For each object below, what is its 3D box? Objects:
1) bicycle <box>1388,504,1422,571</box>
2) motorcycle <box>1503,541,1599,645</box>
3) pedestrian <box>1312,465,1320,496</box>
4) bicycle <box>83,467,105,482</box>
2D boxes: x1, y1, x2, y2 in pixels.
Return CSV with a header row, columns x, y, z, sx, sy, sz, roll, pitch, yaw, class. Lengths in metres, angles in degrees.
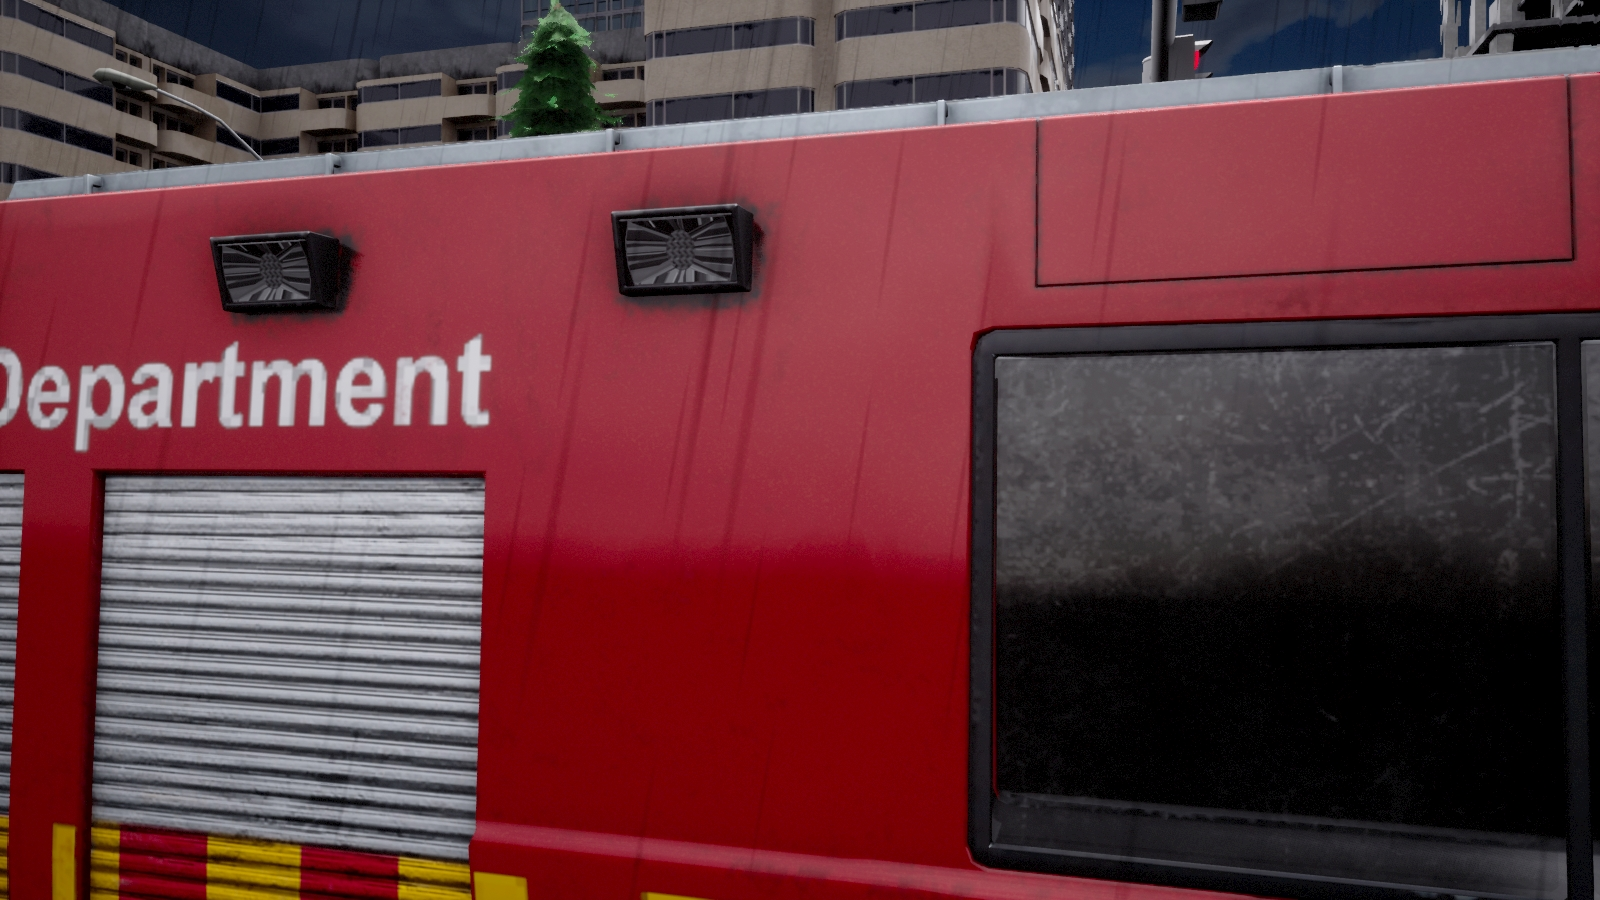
x,y,z,sx,sy,sz,roll,pitch,yaw,class
14.412,2.060,27.237,0.329,1.471,1.835,0,-1,16,bicycle
11.678,2.155,17.664,0.764,1.307,2.356,0,0,16,motorcycle
30.779,1.835,68.161,0.375,1.860,0.375,0,0,15,pedestrian
-61.352,2.102,99.335,1.487,1.276,0.859,0,0,15,bicycle
